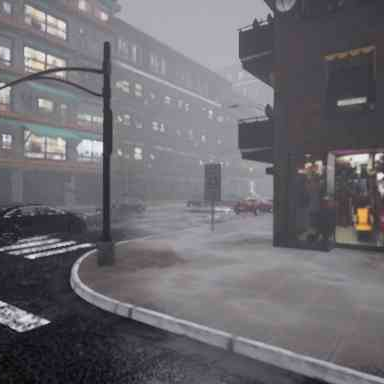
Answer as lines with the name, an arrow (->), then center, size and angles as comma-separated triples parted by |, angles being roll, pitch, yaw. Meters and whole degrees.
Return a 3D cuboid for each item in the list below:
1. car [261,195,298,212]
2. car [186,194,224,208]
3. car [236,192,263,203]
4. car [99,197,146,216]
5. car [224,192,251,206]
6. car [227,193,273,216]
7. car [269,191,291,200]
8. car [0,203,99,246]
car -> 8.010, 0.956, 30.186 | 1.802, 1.307, 4.206 | 2, 2, 35
car -> 1.183, 0.888, 35.054 | 1.947, 1.339, 4.313 | 2, 2, 35
car -> 7.709, 0.723, 44.301 | 1.802, 1.307, 4.206 | 2, 2, 35
car -> -5.450, 1.070, 25.873 | 1.947, 1.339, 4.313 | 2, 2, 35
car -> 4.385, 0.855, 35.112 | 2.033, 1.411, 5.357 | 0, 1, 35
car -> 4.805, 1.010, 25.519 | 1.887, 1.381, 4.507 | 2, 2, 35
car -> 14.236, 0.525, 53.552 | 1.947, 1.339, 4.313 | 2, 2, 35
car -> -6.719, 1.226, 13.996 | 2.128, 1.511, 4.902 | 0, 2, 35
